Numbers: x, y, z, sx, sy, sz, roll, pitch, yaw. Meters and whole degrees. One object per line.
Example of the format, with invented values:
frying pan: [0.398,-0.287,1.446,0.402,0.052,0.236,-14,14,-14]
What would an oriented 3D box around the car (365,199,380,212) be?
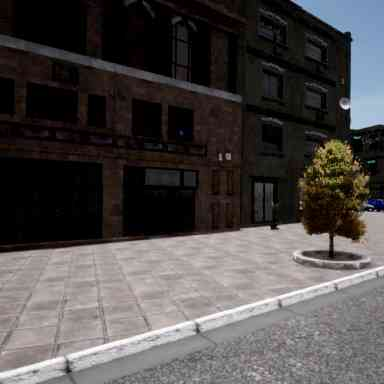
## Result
car: [18.698,1.568,38.129,1.947,1.339,4.313,1,-1,-17]

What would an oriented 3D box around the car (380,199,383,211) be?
car: [21.485,1.564,37.498,1.812,1.442,4.674,1,0,-18]
